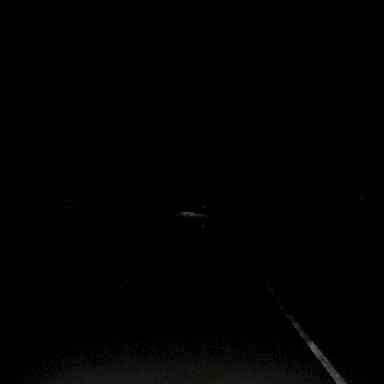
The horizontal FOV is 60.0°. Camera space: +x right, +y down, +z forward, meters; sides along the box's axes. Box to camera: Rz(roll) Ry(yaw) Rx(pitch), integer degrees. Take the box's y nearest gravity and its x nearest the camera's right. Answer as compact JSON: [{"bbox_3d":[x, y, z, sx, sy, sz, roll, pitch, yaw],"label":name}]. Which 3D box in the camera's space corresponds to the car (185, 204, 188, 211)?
[{"bbox_3d":[1.199,1.579,38.728,4.181,1.385,1.994,0,0,-41],"label":"car"}]

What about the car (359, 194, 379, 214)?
[{"bbox_3d":[20.349,1.234,34.302,5.566,2.045,2.150,0,0,-24],"label":"car"}]

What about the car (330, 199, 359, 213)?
[{"bbox_3d":[17.463,1.491,36.707,5.008,1.535,1.882,0,0,-26],"label":"car"}]

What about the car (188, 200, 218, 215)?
[{"bbox_3d":[2.160,1.539,34.950,4.674,1.442,1.812,0,0,-43],"label":"car"}]
